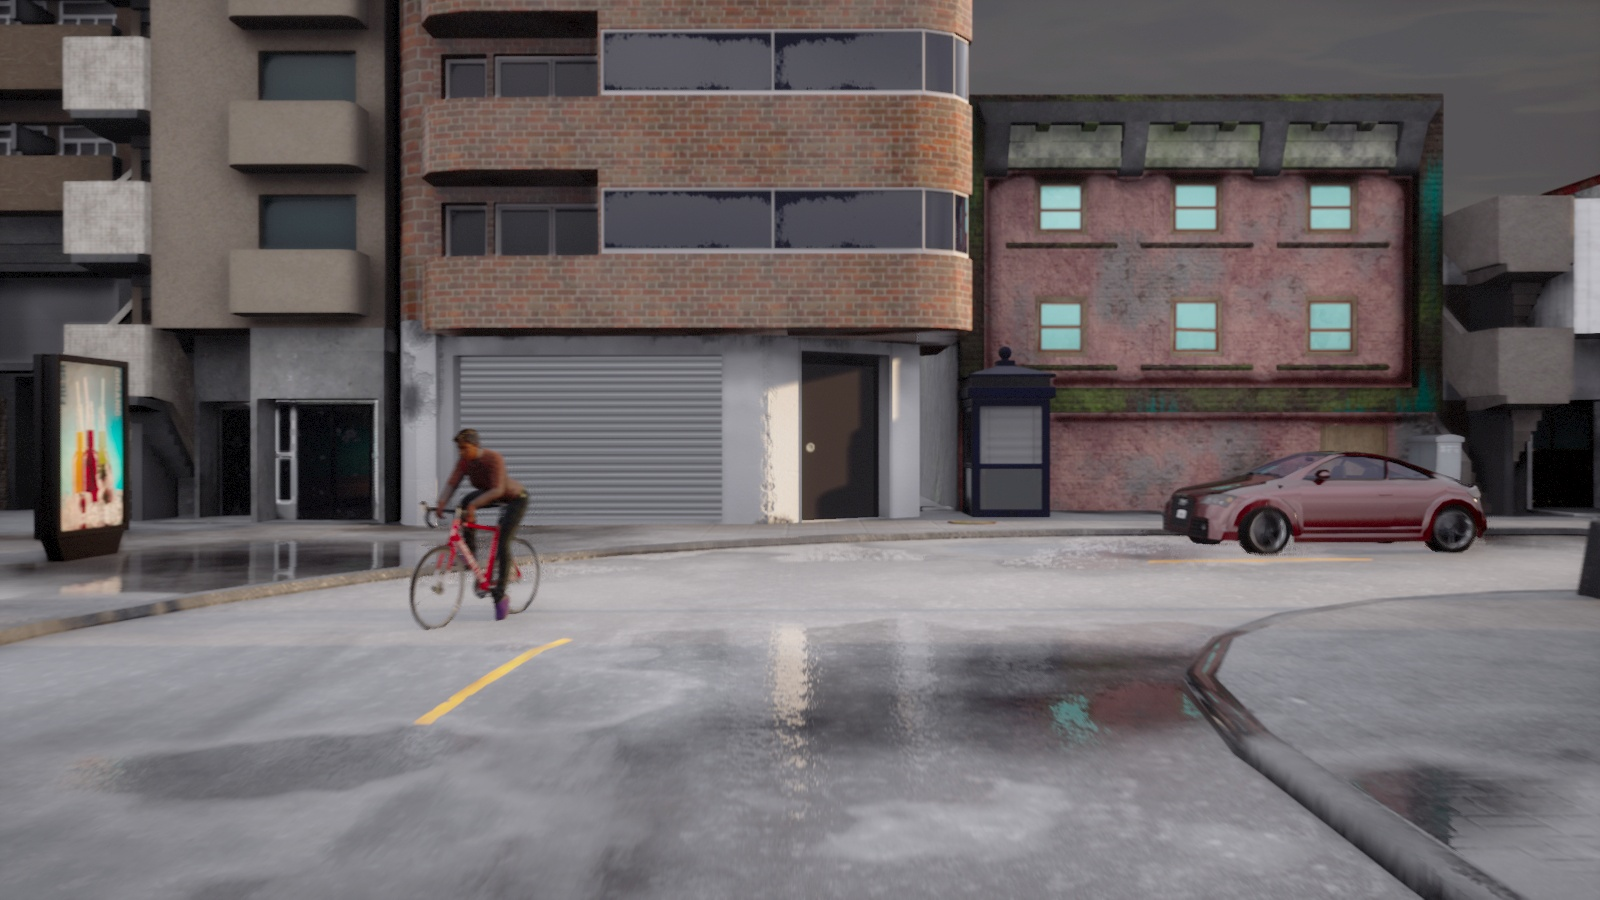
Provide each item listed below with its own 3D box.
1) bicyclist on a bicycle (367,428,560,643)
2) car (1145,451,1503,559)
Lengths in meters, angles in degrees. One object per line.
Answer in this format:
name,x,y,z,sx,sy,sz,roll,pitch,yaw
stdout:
bicyclist on a bicycle,-2.737,0.640,10.375,0.582,1.620,1.656,2,1,26
car,7.211,0.718,17.554,4.181,1.385,1.994,0,0,-5
